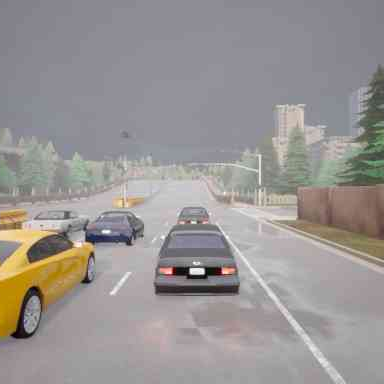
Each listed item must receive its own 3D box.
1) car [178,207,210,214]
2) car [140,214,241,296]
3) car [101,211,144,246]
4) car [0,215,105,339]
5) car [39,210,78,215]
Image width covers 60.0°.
[{"bbox_3d":[0.106,1.547,18.872,2.033,1.411,5.357,0,0,1],"label":"car"},{"bbox_3d":[0.092,1.547,8.806,2.033,1.411,5.357,0,0,0],"label":"car"},{"bbox_3d":[-3.419,1.564,15.353,1.994,1.385,4.181,0,0,0],"label":"car"},{"bbox_3d":[-3.406,1.478,6.596,1.882,1.535,5.008,0,0,0],"label":"car"},{"bbox_3d":[-6.916,1.601,17.582,1.895,1.301,4.718,0,0,0],"label":"car"}]
